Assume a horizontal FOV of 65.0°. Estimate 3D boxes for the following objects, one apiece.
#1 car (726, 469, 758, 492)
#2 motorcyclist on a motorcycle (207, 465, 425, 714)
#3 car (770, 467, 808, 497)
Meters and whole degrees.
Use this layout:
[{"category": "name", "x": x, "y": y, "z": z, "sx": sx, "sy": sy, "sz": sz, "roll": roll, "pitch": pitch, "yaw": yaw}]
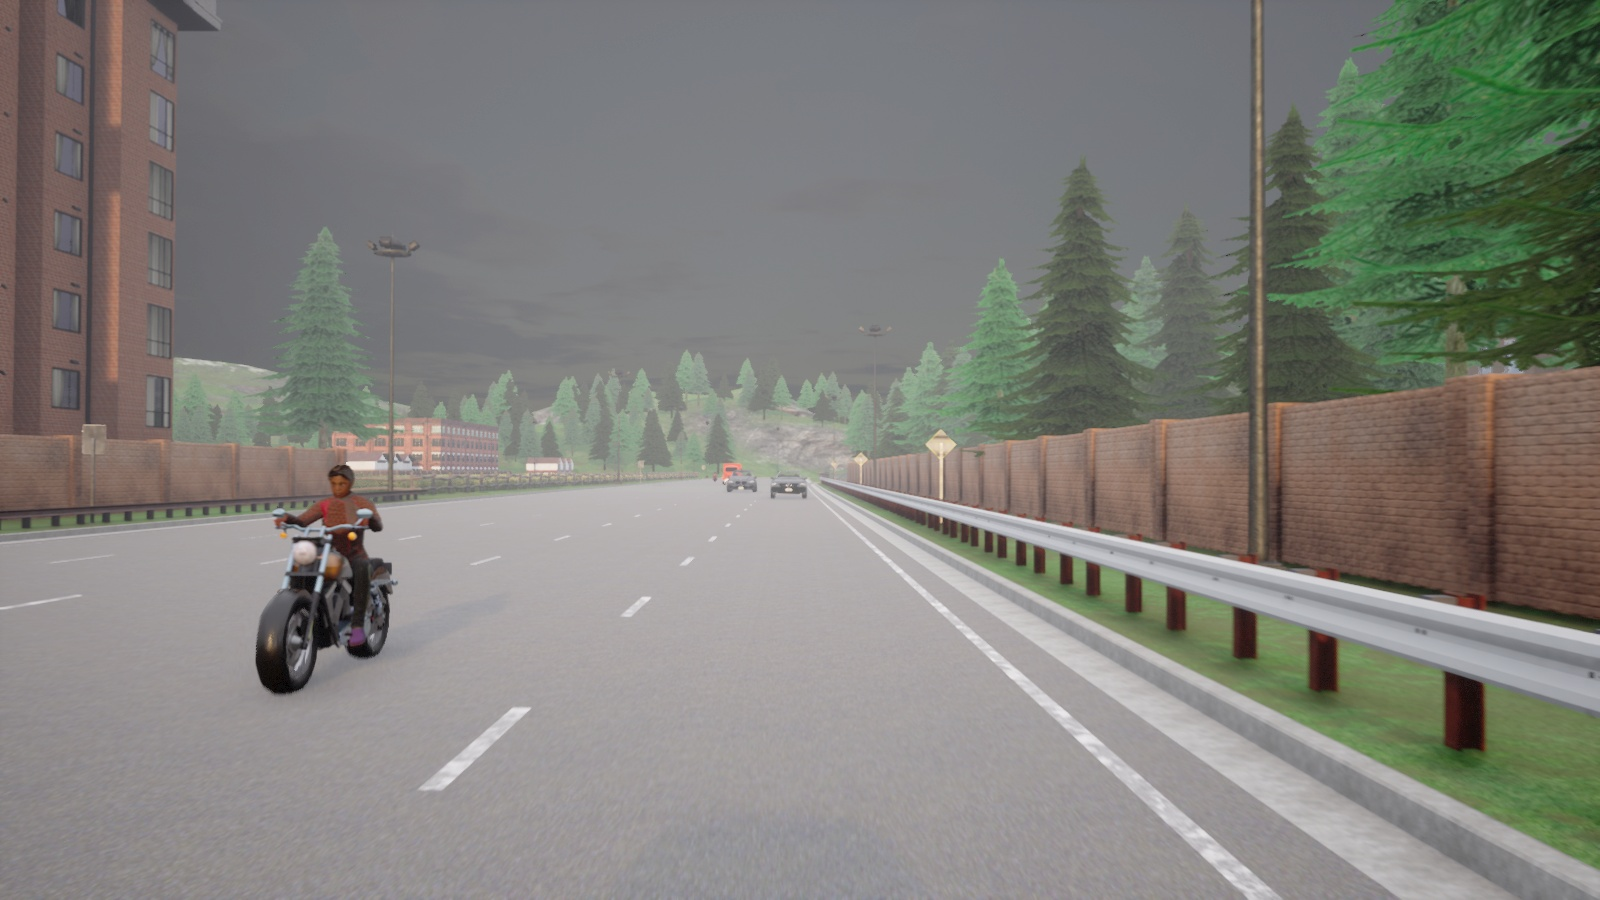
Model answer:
[{"category": "car", "x": -4.352, "y": 2.298, "z": 94.390, "sx": 2.242, "sy": 1.667, "sz": 4.611, "roll": 0, "pitch": -1, "yaw": 0}, {"category": "motorcyclist on a motorcycle", "x": -3.578, "y": 0.944, "z": 9.543, "sx": 0.766, "sy": 1.649, "sz": 2.350, "roll": 0, "pitch": -1, "yaw": -1}, {"category": "car", "x": -0.661, "y": 1.854, "z": 73.242, "sx": 2.152, "sy": 1.651, "sz": 5.027, "roll": 0, "pitch": -1, "yaw": -1}]
